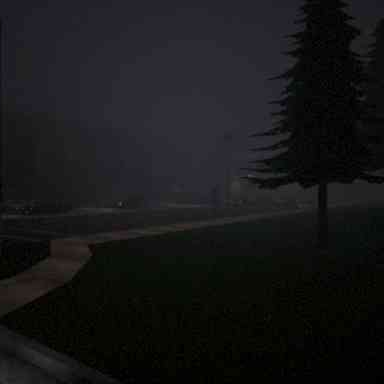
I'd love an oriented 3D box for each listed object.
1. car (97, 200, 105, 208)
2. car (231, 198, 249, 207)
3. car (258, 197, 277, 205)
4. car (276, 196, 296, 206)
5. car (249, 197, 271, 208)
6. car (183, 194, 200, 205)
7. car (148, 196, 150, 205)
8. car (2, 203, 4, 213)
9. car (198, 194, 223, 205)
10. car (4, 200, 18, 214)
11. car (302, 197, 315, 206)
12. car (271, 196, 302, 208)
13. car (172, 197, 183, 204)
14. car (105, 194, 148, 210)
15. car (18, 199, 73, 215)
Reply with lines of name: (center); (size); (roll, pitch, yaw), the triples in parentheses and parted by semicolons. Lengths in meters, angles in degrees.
car: (-12.051, 1.562, 50.122); (1.882, 1.535, 5.008); (0, 0, 35)
car: (8.115, 1.651, 52.521); (1.895, 1.301, 4.718); (0, 0, 36)
car: (13.864, 1.614, 60.807); (1.994, 1.385, 4.181); (0, 0, 35)
car: (16.744, 1.520, 58.819); (1.882, 1.535, 5.008); (0, 0, 35)
car: (10.952, 1.520, 50.470); (1.882, 1.535, 5.008); (0, 0, 35)
car: (1.209, 1.357, 62.791); (2.150, 2.045, 5.566); (0, 0, 35)
car: (-8.580, 1.298, 48.974); (2.150, 2.045, 5.566); (0, 0, 36)
car: (-20.514, 1.611, 38.071); (1.812, 1.442, 4.674); (0, 0, 35)
car: (3.724, 1.561, 60.292); (2.128, 1.511, 4.902); (0, 0, 35)
car: (-17.316, 1.555, 36.534); (1.882, 1.535, 5.008); (0, 0, 35)
car: (19.601, 1.599, 56.797); (1.994, 1.385, 4.181); (0, 0, 35)
car: (13.797, 1.526, 48.433); (2.128, 1.511, 4.902); (0, 0, 36)
car: (-1.639, 1.639, 64.824); (2.033, 1.411, 5.357); (0, 0, 35)
car: (-8.417, 1.421, 43.129); (2.097, 1.767, 4.553); (0, 0, 35)
car: (-14.772, 1.670, 34.071); (1.895, 1.301, 4.718); (0, 0, 35)
